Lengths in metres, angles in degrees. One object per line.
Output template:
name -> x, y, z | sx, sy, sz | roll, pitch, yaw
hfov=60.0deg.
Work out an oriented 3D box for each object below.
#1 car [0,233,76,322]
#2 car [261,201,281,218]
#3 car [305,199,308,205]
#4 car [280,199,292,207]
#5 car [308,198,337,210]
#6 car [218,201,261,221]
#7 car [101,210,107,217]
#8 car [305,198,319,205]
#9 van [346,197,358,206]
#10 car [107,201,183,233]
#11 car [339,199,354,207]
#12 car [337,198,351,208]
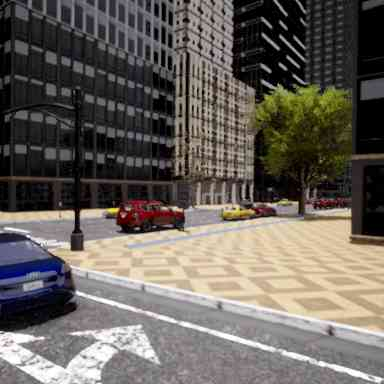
car -> -4.252, 1.557, 6.930 | 4.181, 1.385, 1.994 | 0, 0, 39
car -> 7.457, 1.936, 34.926 | 1.802, 1.307, 4.206 | 1, 0, 36
car -> 24.176, 2.129, 71.637 | 1.802, 1.307, 4.206 | 1, 0, 36
car -> 17.372, 1.978, 62.433 | 1.752, 1.417, 4.829 | 1, 0, 36
car -> 20.871, 1.861, 53.068 | 2.192, 1.841, 5.009 | 1, 0, 36
car -> 4.205, 1.832, 30.527 | 1.752, 1.417, 4.829 | 1, 0, 36
car -> -6.090, 1.642, 30.697 | 1.752, 1.417, 4.829 | 1, 0, 36
car -> 27.527, 2.144, 76.171 | 2.008, 1.369, 4.403 | 1, 0, 36
van -> 34.282, 2.072, 71.210 | 1.690, 1.788, 3.998 | 1, 0, 36
car -> -2.599, 1.521, 21.320 | 2.192, 1.841, 5.009 | 1, 0, 36
car -> 30.927, 2.230, 66.674 | 1.887, 1.381, 4.507 | 1, 0, 36
car -> 27.577, 1.954, 62.139 | 2.192, 1.841, 5.009 | 1, 0, 36
